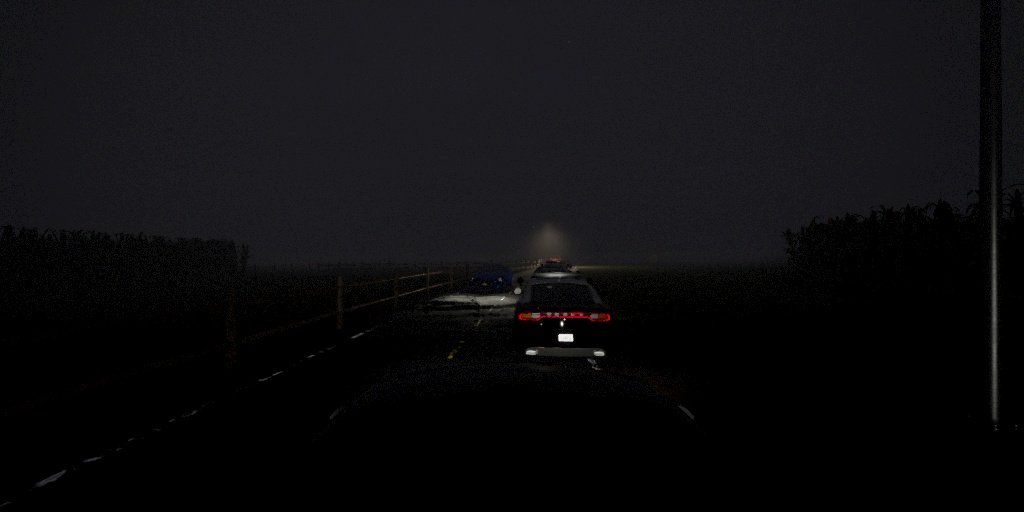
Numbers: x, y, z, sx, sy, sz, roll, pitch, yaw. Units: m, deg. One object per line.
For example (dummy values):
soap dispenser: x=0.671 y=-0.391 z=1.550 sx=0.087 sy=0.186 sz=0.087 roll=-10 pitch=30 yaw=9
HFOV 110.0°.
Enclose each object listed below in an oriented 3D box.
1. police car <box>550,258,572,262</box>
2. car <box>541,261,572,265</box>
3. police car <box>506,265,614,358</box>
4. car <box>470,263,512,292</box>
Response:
police car: x=2.874 y=1.159 z=24.279 sx=1.930 sy=1.638 sz=5.238 roll=0 pitch=0 yaw=10
car: x=1.981 y=1.218 z=18.326 sx=1.882 sy=1.535 sz=5.008 roll=0 pitch=0 yaw=7
police car: x=1.063 y=1.173 z=8.632 sx=1.930 sy=1.638 sz=5.238 roll=0 pitch=0 yaw=3
car: x=-1.080 y=1.216 z=21.269 sx=1.882 sy=1.535 sz=5.008 roll=0 pitch=0 yaw=8
